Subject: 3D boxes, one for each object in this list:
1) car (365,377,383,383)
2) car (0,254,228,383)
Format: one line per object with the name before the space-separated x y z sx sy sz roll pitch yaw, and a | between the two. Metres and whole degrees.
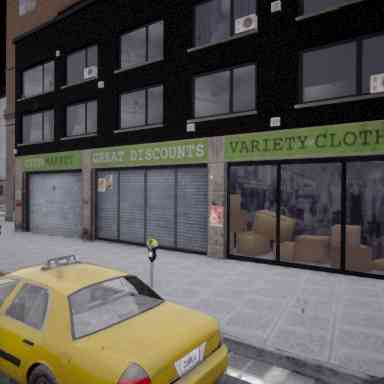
car | 2.793 1.551 1.097 4.403 1.369 2.008 0 1 36
car | -1.892 1.524 4.441 4.829 1.417 1.752 0 1 36
